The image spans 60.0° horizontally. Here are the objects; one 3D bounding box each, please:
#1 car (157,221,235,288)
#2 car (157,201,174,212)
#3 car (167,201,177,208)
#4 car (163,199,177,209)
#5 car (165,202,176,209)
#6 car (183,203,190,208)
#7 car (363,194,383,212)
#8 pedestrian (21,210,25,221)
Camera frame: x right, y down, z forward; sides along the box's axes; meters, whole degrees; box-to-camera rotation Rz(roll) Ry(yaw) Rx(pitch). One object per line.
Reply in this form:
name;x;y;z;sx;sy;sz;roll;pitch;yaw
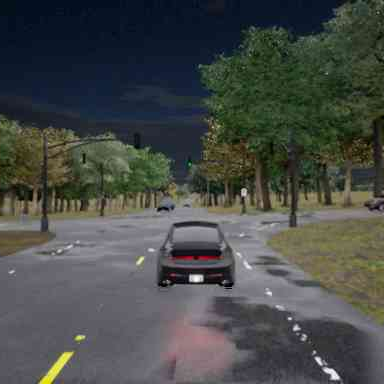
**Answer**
car;0.089;1.579;9.470;1.837;1.490;4.892;0;0;0
car;-4.165;2.358;49.663;1.895;1.301;4.718;0;-1;-1
car;-4.752;2.957;80.083;2.097;1.767;4.553;0;-2;-1
car;-4.363;2.222;59.530;2.150;2.045;5.566;0;-1;-2
car;-4.521;2.809;69.793;2.033;1.411;5.357;0;-2;-1
car;-1.487;3.607;90.603;1.895;1.301;4.718;0;-3;-1
car;18.140;0.805;30.269;4.553;1.767;2.097;-2;-1;2
pedestrian;-18.086;2.454;35.518;0.375;1.300;0.375;0;1;2
